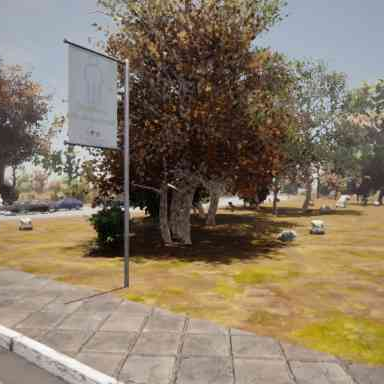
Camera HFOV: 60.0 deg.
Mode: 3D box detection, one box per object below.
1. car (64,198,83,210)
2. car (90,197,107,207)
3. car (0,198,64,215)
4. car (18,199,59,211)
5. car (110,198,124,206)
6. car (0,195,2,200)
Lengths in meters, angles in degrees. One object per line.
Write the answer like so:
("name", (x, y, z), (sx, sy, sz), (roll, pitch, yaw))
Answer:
("car", (-15.411, 1.514, 40.131), (1.812, 1.442, 4.674), (0, 0, 38))
("car", (-12.720, 1.465, 49.255), (1.837, 1.490, 4.892), (0, 0, 37))
("car", (-15.971, 1.488, 33.489), (2.128, 1.511, 4.902), (0, 0, 39))
("car", (-18.973, 1.555, 41.265), (1.994, 1.385, 4.181), (0, 0, 39))
("car", (-9.213, 1.556, 48.074), (1.895, 1.301, 4.718), (0, 0, 37))
("car", (-21.424, 1.221, 32.567), (2.150, 2.045, 5.566), (0, 0, 39))
